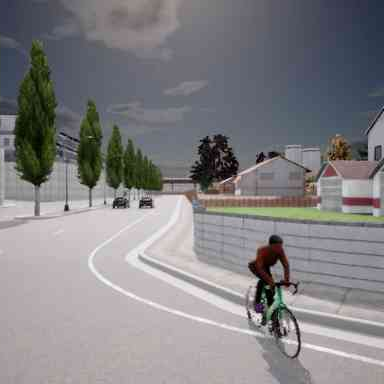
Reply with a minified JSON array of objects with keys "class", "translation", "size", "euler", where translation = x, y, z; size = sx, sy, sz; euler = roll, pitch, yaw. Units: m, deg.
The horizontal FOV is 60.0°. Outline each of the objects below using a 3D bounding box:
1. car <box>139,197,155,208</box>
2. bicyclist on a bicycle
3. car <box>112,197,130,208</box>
[{"class":"car","translation":[-6.467,1.505,47.538],"size":[1.837,1.490,4.892],"euler":[0,0,-2]},{"class":"bicyclist on a bicycle","translation":[1.170,1.440,5.007],"size":[0.582,1.620,1.656],"euler":[0,2,-15]},{"class":"car","translation":[-9.963,1.505,47.033],"size":[1.837,1.490,4.892],"euler":[0,0,-1]}]
